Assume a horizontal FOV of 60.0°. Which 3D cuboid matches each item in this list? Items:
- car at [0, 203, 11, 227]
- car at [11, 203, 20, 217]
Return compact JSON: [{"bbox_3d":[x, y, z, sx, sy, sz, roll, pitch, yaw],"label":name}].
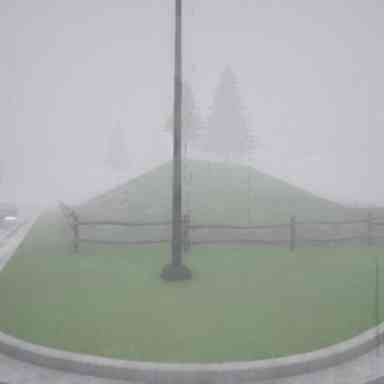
[{"bbox_3d":[-14.156,1.680,23.001,1.994,1.385,4.181,1,-1,-22],"label":"car"},{"bbox_3d":[-18.281,1.743,32.954,1.994,1.385,4.181,1,-1,-23],"label":"car"}]
